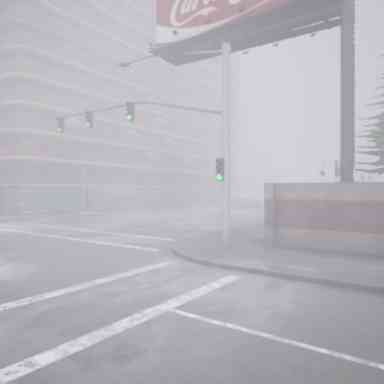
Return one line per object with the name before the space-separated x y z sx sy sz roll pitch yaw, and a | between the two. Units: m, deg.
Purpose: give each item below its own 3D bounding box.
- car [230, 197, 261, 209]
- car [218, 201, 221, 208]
car | 7.388 1.422 43.469 1.882 1.535 5.008 0 0 35
car | 5.435 1.426 46.767 2.128 1.511 4.902 0 0 35
